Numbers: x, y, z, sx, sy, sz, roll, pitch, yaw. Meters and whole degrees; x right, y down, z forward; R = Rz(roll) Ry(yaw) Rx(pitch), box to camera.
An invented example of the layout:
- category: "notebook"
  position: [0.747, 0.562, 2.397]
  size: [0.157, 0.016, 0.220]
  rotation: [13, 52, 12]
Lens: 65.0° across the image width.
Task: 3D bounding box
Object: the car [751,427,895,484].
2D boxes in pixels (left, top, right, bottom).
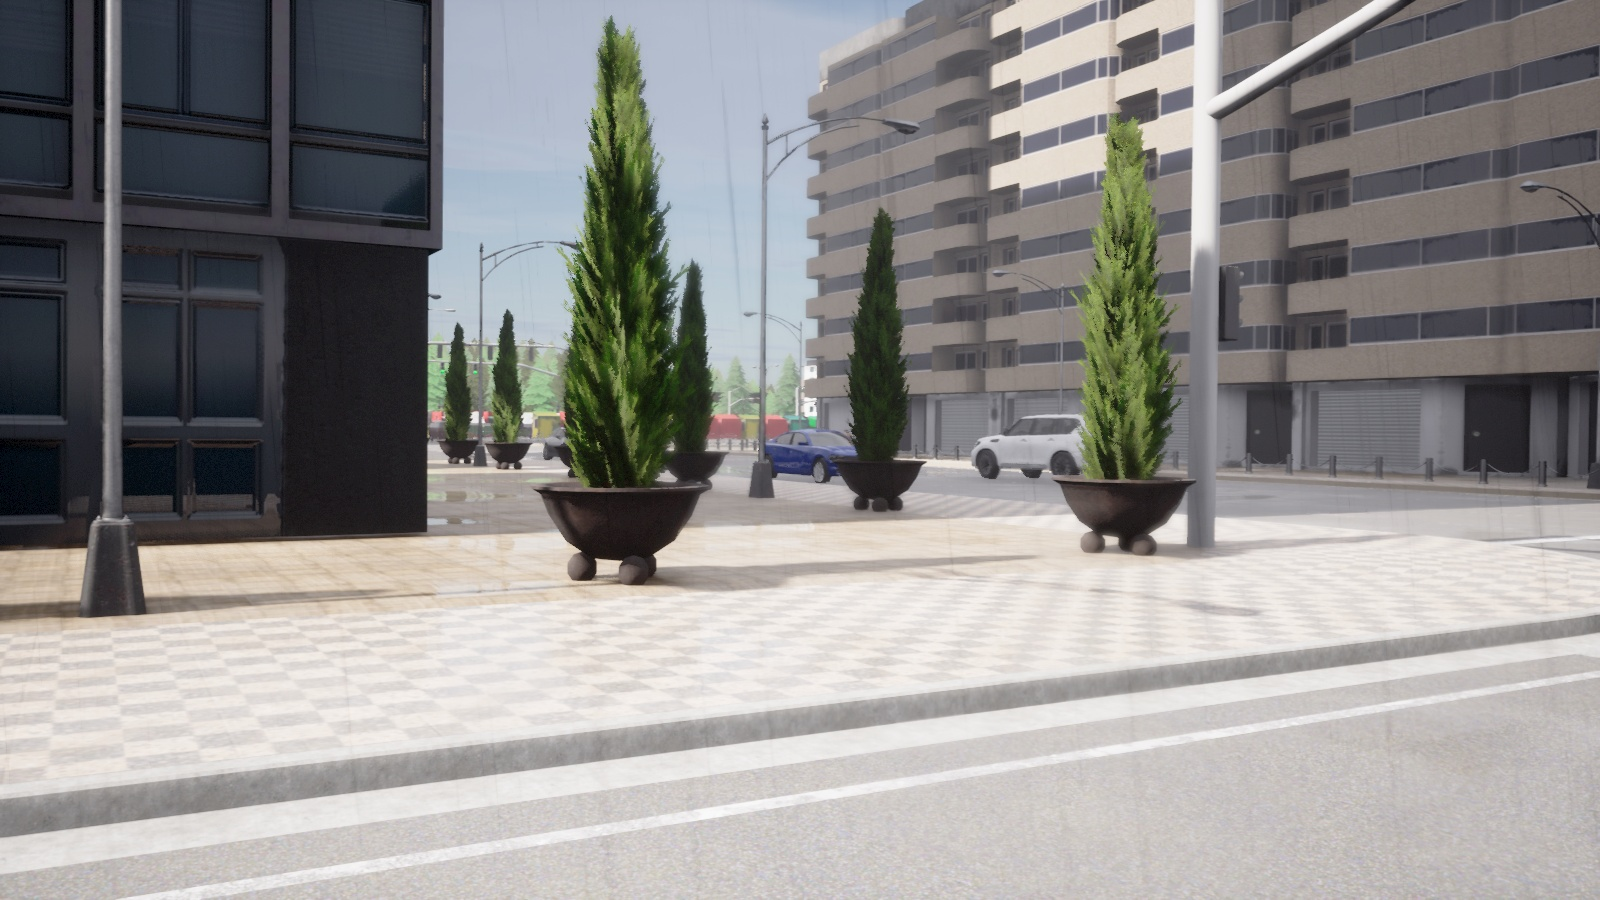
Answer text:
- category: "car"
  position: [0.565, 0.122, 36.499]
  size: [1.882, 1.535, 5.008]
  rotation: [-1, 1, -29]

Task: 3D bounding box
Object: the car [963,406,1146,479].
- category: "car"
  position: [7.636, -0.247, 38.288]
  size: [2.150, 2.045, 5.566]
  rotation: [-1, 1, -33]

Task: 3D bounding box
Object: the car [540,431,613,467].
- category: "car"
  position: [-9.832, -0.071, 55.028]
  size: [1.970, 1.475, 3.806]
  rotation: [-1, 1, -29]
